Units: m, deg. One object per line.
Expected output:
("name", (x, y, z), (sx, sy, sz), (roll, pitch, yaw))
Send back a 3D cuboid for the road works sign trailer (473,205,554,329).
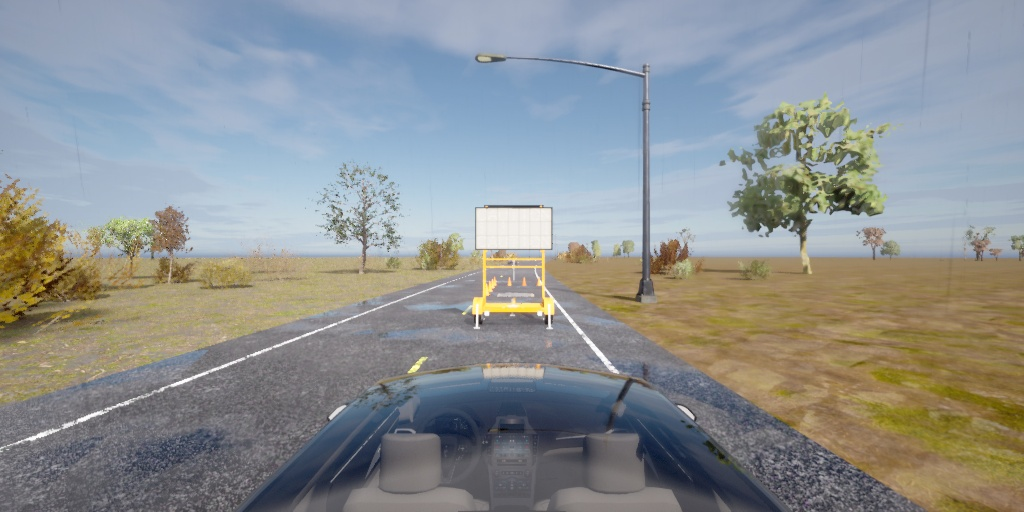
("road works sign trailer", (0.059, 0.215, 11.235), (2.380, 3.560, 2.880), (0, 0, 1))
